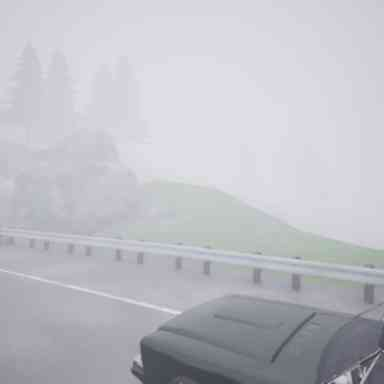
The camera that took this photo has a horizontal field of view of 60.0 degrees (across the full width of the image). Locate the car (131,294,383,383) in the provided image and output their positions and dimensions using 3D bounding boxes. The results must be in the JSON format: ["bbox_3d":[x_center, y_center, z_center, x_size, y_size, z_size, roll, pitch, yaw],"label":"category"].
[{"bbox_3d":[1.742,1.593,2.663,4.718,1.301,1.895,0,0,35],"label":"car"}]
